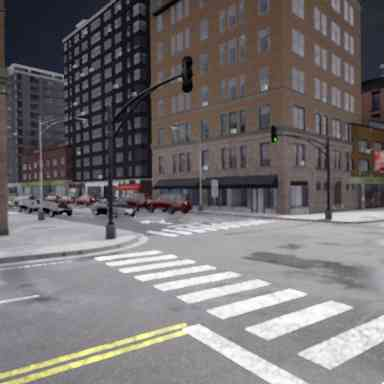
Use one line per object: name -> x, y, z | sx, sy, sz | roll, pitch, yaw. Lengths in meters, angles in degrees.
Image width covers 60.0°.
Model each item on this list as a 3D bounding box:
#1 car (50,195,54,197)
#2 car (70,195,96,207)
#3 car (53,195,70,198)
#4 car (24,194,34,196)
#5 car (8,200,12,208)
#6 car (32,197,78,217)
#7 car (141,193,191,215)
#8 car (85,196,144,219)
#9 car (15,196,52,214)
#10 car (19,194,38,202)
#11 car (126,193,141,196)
car -> -21.382, 1.139, 51.111 | 1.802, 1.307, 4.206 | 0, 1, -44
car -> -13.713, 1.086, 43.202 | 1.967, 1.590, 4.097 | 0, 1, -44
car -> -17.548, 1.184, 47.157 | 1.802, 1.307, 4.206 | 0, 1, -44
car -> -21.292, 1.213, 42.754 | 1.812, 1.442, 4.674 | -1, 1, -44
car -> -23.541, 1.249, 41.092 | 1.752, 1.417, 4.829 | 0, 1, -44
car -> -12.159, 1.419, 29.356 | 1.947, 1.339, 4.313 | 0, 1, -44
car -> -2.209, 1.089, 31.339 | 2.192, 1.841, 5.009 | 0, 1, -44
car -> -6.497, 1.346, 27.466 | 2.128, 1.511, 4.902 | -1, 1, -44
car -> -15.993, 1.376, 33.309 | 1.947, 1.339, 4.313 | 0, 1, -44
car -> -29.050, 1.046, 59.018 | 1.802, 1.307, 4.206 | 0, 1, -44
car -> -6.044, 1.047, 35.293 | 2.192, 1.841, 5.009 | 0, 1, -44
